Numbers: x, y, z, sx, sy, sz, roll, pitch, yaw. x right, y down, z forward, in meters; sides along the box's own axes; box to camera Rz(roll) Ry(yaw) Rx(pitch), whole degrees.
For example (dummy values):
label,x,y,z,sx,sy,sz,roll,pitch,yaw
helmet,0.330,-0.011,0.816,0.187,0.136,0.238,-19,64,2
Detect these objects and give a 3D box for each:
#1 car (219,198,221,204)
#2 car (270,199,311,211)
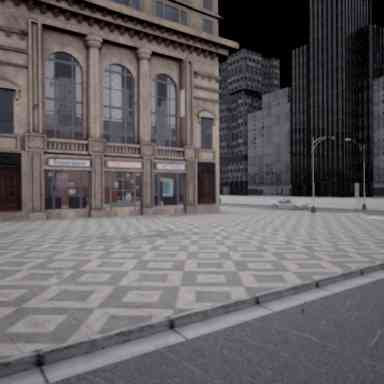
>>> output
label,x,y,z,sx,sy,sz,roll,pitch,yaw
car,2.939,1.284,56.711,1.882,1.535,5.008,-1,1,-34
car,11.438,1.496,38.542,1.895,1.301,4.718,-1,1,-34
